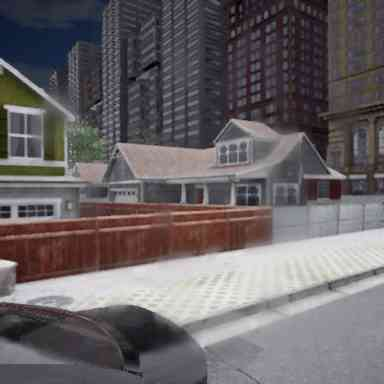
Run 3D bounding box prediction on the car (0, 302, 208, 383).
[{"bbox_3d":[-2.166,1.490,1.530,5.008,1.535,1.882,-1,1,-35],"label":"car"}]
